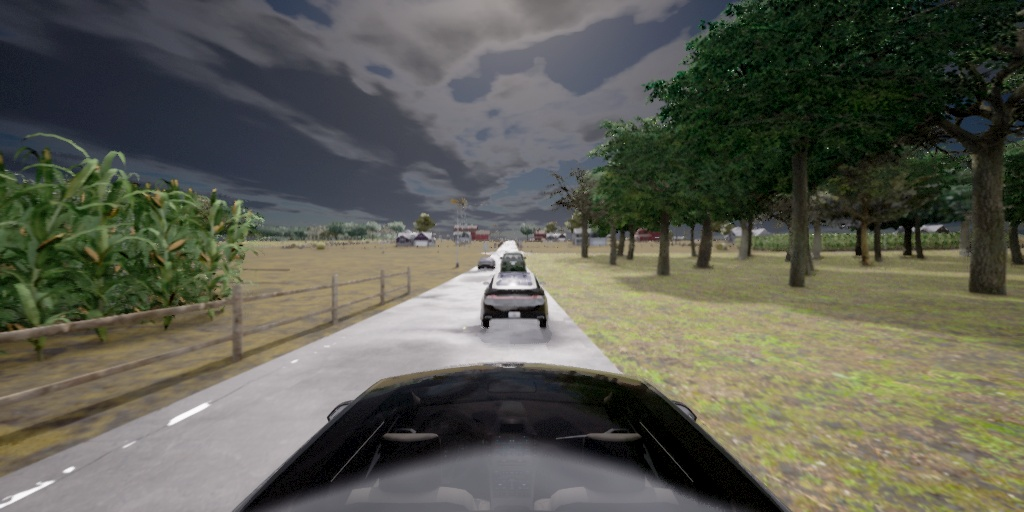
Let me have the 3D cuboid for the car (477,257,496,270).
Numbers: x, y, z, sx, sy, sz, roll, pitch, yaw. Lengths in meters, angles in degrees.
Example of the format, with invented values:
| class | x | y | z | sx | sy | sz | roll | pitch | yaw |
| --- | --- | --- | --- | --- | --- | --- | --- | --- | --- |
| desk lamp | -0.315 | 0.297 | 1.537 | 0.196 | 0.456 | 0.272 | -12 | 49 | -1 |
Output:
| class | x | y | z | sx | sy | sz | roll | pitch | yaw |
| --- | --- | --- | --- | --- | --- | --- | --- | --- | --- |
| car | -2.836 | 0.810 | 40.797 | 2.033 | 1.411 | 5.357 | 0 | 2 | 0 |

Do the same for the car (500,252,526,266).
| class | x | y | z | sx | sy | sz | roll | pitch | yaw |
| --- | --- | --- | --- | --- | --- | --- | --- | --- | --- |
| car | 0.102 | 0.677 | 32.591 | 2.150 | 2.045 | 5.566 | 0 | 1 | 0 |

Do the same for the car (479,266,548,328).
| class | x | y | z | sx | sy | sz | roll | pitch | yaw |
| --- | --- | --- | --- | --- | --- | --- | --- | --- | --- |
| car | 0.077 | 1.251 | 11.477 | 2.128 | 1.511 | 4.902 | 0 | 0 | 0 |
